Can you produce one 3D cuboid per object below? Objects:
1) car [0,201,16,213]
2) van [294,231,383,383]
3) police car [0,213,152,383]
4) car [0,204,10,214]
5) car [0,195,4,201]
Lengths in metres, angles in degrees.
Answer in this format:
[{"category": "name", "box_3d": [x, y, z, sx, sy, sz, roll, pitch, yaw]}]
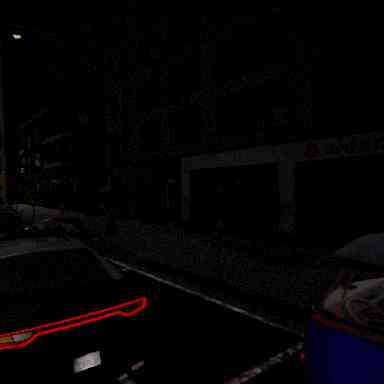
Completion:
[{"category": "car", "box_3d": [-11.010, 1.403, 19.097, 1.802, 1.307, 4.206, -3, 2, -38]}, {"category": "van", "box_3d": [2.535, 1.229, 1.754, 1.690, 1.788, 3.998, -3, 2, -38]}, {"category": "police car", "box_3d": [-2.568, 1.359, 5.112, 1.930, 1.638, 5.238, -2, 2, -38]}, {"category": "car", "box_3d": [-8.774, 1.359, 13.055, 1.801, 1.575, 5.366, -2, 2, -38]}, {"category": "car", "box_3d": [-14.405, 1.121, 23.425, 2.192, 1.841, 5.009, -3, 2, -38]}]
